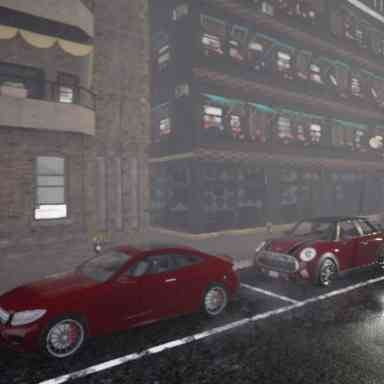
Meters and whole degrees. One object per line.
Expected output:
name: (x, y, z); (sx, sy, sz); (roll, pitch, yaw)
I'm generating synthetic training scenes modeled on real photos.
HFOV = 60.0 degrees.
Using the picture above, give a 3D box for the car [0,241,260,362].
car: (-0.991, 1.576, 5.824); (4.206, 1.307, 1.802); (0, -1, -35)

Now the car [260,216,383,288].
car: (3.567, 1.421, 9.078); (4.097, 1.590, 1.967); (0, -1, -35)

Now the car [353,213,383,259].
car: (8.129, 1.518, 12.331); (4.403, 1.369, 2.008); (0, -1, -35)
